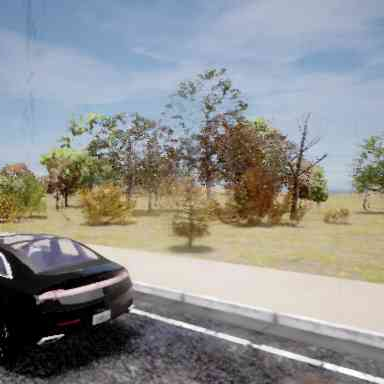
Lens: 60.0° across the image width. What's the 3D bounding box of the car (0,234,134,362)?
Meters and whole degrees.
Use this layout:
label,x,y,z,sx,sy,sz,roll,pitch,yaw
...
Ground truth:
label,x,y,z,sx,sy,sz,roll,pitch,yaw
car,-3.210,1.517,5.972,4.902,1.511,2.128,0,0,35
